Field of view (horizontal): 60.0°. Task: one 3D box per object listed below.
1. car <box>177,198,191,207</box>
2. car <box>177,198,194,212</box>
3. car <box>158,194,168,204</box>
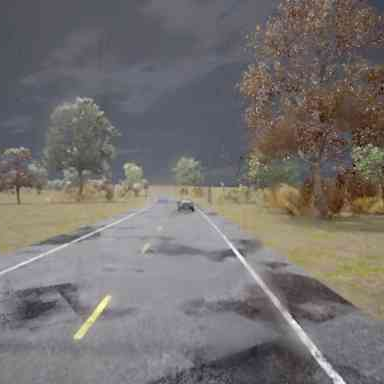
[{"bbox_3d":[-1.287,1.594,51.304,1.895,1.301,4.718,0,0,-3],"label":"car"},{"bbox_3d":[-0.722,1.528,39.048,1.812,1.442,4.674,0,0,-2],"label":"car"},{"bbox_3d":[-5.743,1.458,65.417,1.882,1.535,5.008,0,0,-3],"label":"car"}]
